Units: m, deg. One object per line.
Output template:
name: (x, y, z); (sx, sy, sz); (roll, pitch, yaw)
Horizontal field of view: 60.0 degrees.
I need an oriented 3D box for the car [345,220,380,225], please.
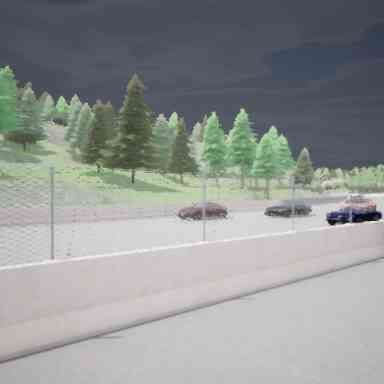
car: (10.649, 1.556, 21.785); (4.718, 1.301, 1.895); (0, 0, -42)
